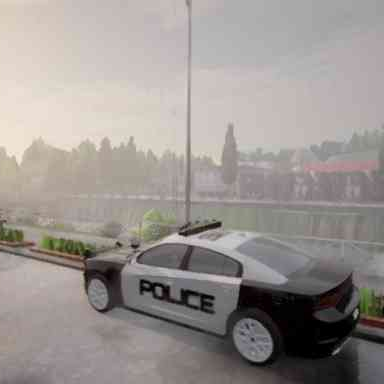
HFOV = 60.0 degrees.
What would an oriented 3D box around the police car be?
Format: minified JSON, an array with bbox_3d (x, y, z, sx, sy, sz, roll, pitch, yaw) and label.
[{"bbox_3d":[0.034,1.344,5.874,5.238,1.638,1.930,1,4,35],"label":"police car"}]
